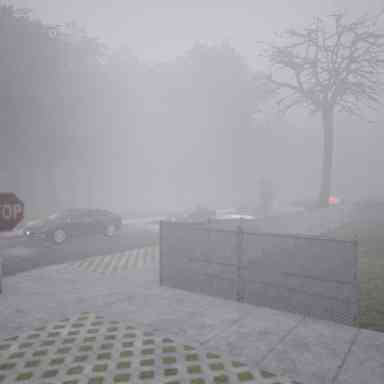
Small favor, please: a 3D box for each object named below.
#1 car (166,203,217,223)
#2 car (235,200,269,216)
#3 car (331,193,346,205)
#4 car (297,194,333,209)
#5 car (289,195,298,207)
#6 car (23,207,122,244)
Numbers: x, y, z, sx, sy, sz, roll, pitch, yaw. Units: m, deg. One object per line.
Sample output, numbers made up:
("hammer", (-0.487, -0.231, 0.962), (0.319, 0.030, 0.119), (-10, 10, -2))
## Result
("car", (0.102, 1.529, 24.291), (1.812, 1.442, 4.674), (2, 1, 36))
("car", (5.853, 1.458, 32.271), (1.994, 1.385, 4.181), (2, 2, 35))
("car", (20.781, 0.978, 48.095), (2.097, 1.767, 4.553), (2, 2, 36))
("car", (14.746, 1.283, 39.659), (2.128, 1.511, 4.902), (2, 2, 36))
("car", (14.477, 1.145, 44.089), (1.882, 1.535, 5.008), (2, 2, 36))
("car", (-5.659, 1.531, 16.306), (1.837, 1.490, 4.892), (2, 1, 36))
